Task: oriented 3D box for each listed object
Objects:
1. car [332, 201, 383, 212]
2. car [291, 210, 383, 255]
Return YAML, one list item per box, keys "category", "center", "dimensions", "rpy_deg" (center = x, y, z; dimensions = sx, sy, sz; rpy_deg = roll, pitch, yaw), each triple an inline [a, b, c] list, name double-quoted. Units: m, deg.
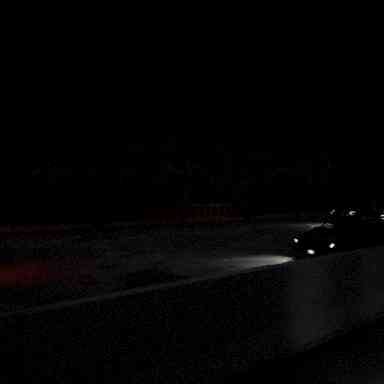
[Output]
- category: "car"
  center: [12.700, 1.526, 25.576]
  dimensions: [4.553, 1.767, 2.097]
  rpy_deg: [0, 0, -32]
- category: "car"
  center: [6.150, 1.632, 12.676]
  dimensions: [5.357, 1.411, 2.033]
  rpy_deg: [0, 0, -35]
